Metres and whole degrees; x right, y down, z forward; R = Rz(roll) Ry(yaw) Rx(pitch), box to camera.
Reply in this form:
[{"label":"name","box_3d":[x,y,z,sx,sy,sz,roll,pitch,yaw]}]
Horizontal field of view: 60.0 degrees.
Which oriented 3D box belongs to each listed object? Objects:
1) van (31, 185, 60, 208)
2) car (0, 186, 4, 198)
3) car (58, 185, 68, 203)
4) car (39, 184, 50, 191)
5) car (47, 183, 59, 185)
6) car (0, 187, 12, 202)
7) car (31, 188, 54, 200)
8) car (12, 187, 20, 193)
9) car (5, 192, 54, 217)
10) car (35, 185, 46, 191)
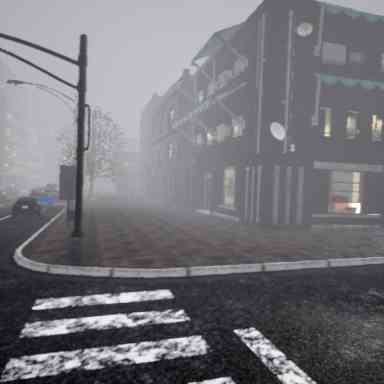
[{"label":"van","box_3d":[-12.459,0.561,27.955,1.690,1.788,3.998,1,1,-16]},{"label":"car","box_3d":[-25.111,-0.006,41.580,1.967,1.590,4.097,1,1,-16]},{"label":"car","box_3d":[-15.529,0.377,38.587,1.967,1.590,4.097,1,1,-16]},{"label":"car","box_3d":[-37.380,-1.151,84.098,1.967,1.590,4.097,1,1,-16]},{"label":"car","box_3d":[-22.974,-0.377,55.077,2.150,2.045,5.566,2,1,-16]},{"label":"car","box_3d":[-20.160,0.381,33.814,1.812,1.442,4.674,2,1,-16]},{"label":"car","box_3d":[-20.031,0.223,44.882,2.033,1.411,5.357,2,1,-16]},{"label":"car","box_3d":[-28.182,-0.149,52.212,1.802,1.307,4.206,1,1,-16]},{"label":"car","box_3d":[-10.931,0.927,22.644,1.947,1.339,4.313,1,1,-16]},{"label":"car","box_3d":[-35.850,-0.881,78.786,1.947,1.339,4.313,1,1,-16]}]
